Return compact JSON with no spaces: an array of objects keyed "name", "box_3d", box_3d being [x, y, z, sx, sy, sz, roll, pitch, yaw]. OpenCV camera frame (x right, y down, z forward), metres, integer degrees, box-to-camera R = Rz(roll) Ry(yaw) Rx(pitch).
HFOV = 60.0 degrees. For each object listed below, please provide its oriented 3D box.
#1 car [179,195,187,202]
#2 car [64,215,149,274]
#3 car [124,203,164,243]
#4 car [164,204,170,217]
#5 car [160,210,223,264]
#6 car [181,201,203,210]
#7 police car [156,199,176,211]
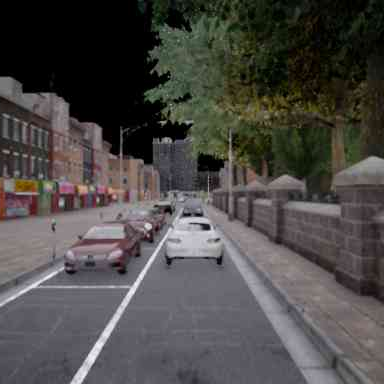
[{"name":"car","box_3d":[-2.687,2.007,82.881,1.752,1.417,4.829,0,0,0]},{"name":"car","box_3d":[-2.645,1.642,10.714,1.802,1.307,4.206,0,0,0]},{"name":"car","box_3d":[-2.648,1.532,16.391,1.967,1.590,4.097,0,0,0]},{"name":"car","box_3d":[-2.651,1.705,22.065,1.802,1.307,4.206,0,0,0]},{"name":"car","box_3d":[0.073,1.592,12.052,1.812,1.442,4.674,0,0,0]},{"name":"car","box_3d":[0.074,1.780,32.070,1.895,1.301,4.718,0,0,0]},{"name":"police car","box_3d":[-3.029,1.628,36.224,1.930,1.638,5.238,0,0,0]}]
